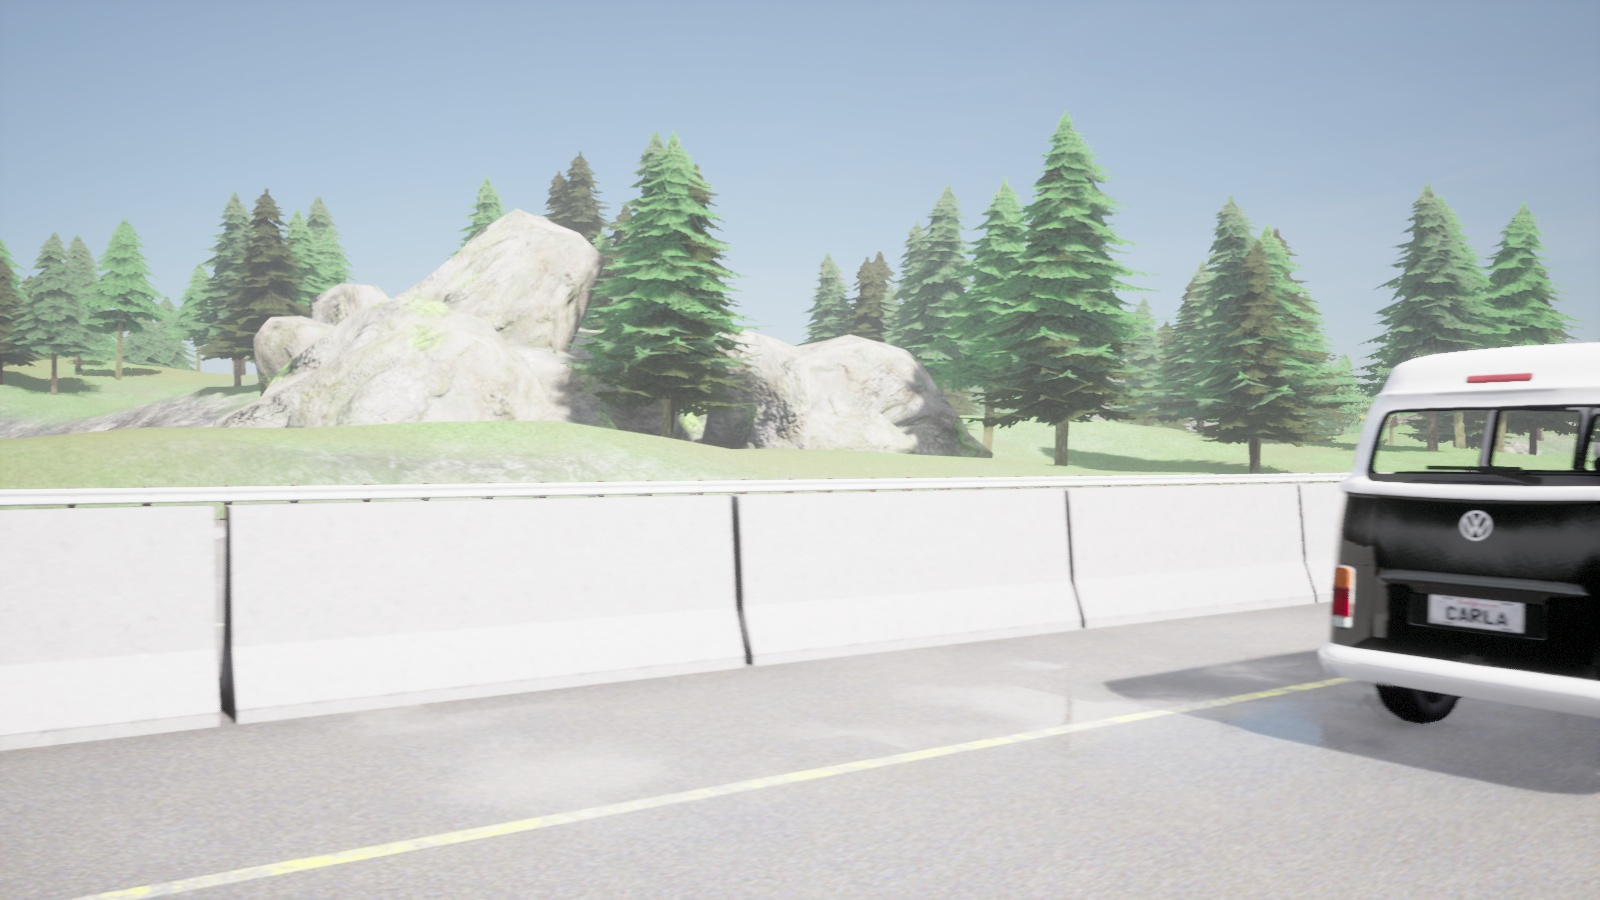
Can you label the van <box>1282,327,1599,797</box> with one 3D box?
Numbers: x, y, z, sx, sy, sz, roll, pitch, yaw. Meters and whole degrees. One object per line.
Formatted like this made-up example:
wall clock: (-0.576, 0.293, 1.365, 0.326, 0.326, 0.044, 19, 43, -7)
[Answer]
van: (5.015, 0.477, 7.151, 4.480, 2.038, 2.069, 0, 0, -35)
